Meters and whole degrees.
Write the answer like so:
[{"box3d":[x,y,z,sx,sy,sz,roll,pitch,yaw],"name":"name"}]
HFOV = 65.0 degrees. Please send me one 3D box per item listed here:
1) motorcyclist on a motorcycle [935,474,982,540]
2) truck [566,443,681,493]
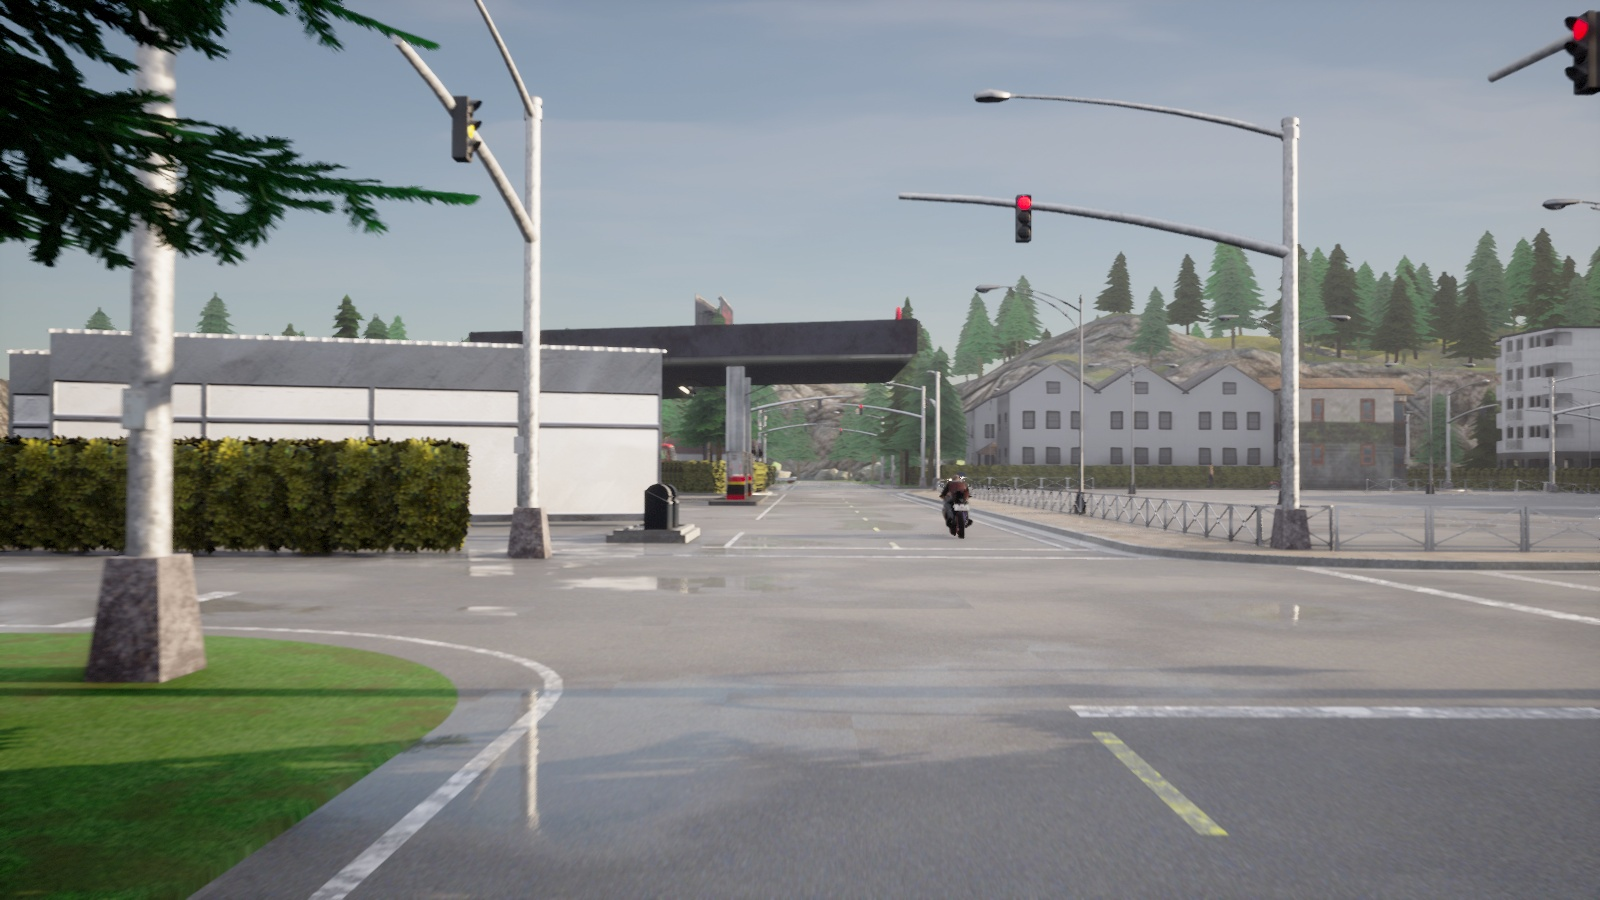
[{"box3d":[3.805,1.343,30.375,0.866,1.530,2.191,0,-1,1],"name":"motorcyclist on a motorcycle"},{"box3d":[-12.893,1.287,92.055,7.936,3.462,2.891,-1,0,0],"name":"truck"}]
